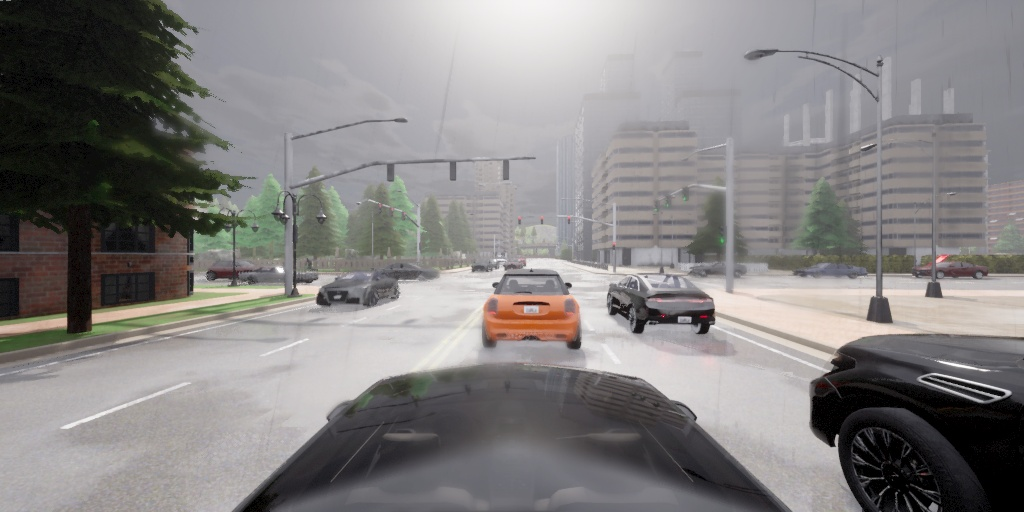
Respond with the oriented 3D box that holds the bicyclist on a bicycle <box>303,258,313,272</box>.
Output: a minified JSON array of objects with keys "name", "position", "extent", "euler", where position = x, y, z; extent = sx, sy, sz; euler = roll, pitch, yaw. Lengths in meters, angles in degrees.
[{"name":"bicyclist on a bicycle","position":[-22.758,1.051,40.054],"extent":[0.582,1.620,1.656],"euler":[0,0,4]}]

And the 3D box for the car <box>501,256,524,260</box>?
[{"name":"car","position":[0.135,1.102,50.056],"extent":[2.097,1.767,4.553],"euler":[0,0,4]}]

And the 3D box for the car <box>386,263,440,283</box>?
[{"name":"car","position":[-8.098,1.256,27.987],"extent":[4.892,1.490,1.837],"euler":[0,0,4]}]

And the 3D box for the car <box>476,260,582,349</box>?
[{"name":"car","position":[0.517,1.102,9.368],"extent":[2.097,1.767,4.553],"euler":[0,0,3]}]

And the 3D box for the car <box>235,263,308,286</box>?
[{"name":"car","position":[-16.157,1.351,25.061],"extent":[4.718,1.301,1.895],"euler":[0,0,4]}]

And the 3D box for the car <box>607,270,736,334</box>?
[{"name":"car","position":[4.092,1.241,10.596],"extent":[2.128,1.511,4.902],"euler":[0,0,4]}]

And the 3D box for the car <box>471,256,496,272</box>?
[{"name":"car","position":[-3.759,1.102,45.884],"extent":[2.097,1.767,4.553],"euler":[0,0,6]}]

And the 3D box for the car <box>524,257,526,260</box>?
[{"name":"car","position":[0.781,1.314,58.652],"extent":[1.994,1.385,4.181],"euler":[0,0,5]}]

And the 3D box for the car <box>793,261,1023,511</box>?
[{"name":"car","position":[3.708,0.971,0.759],"extent":[2.150,2.045,5.566],"euler":[0,0,0]}]

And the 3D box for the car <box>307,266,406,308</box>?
[{"name":"car","position":[-6.301,1.314,15.133],"extent":[1.994,1.385,4.181],"euler":[0,0,3]}]

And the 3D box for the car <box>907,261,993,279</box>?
[{"name":"car","position":[38.753,1.228,31.822],"extent":[5.008,1.535,1.882],"euler":[0,0,4]}]

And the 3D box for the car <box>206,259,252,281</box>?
[{"name":"car","position":[-21.912,1.103,28.991],"extent":[4.553,1.767,2.097],"euler":[0,0,4]}]

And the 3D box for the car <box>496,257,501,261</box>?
[{"name":"car","position":[-3.024,1.241,54.804],"extent":[2.128,1.511,4.902],"euler":[0,0,4]}]

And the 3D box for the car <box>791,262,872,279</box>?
[{"name":"car","position":[28.850,1.297,32.544],"extent":[5.357,1.411,2.033],"euler":[0,0,4]}]

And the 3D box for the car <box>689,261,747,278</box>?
[{"name":"car","position":[19.002,1.241,33.254],"extent":[4.902,1.511,2.128],"euler":[0,0,4]}]
